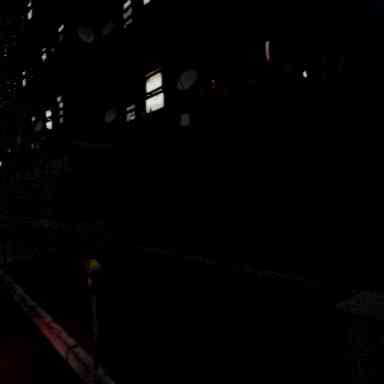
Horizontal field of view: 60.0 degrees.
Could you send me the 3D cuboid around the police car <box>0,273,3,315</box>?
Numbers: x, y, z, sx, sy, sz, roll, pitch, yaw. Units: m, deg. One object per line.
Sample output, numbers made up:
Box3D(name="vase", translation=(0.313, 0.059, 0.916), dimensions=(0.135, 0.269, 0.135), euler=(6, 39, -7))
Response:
Box3D(name="police car", translation=(-5.184, 1.425, 6.618), dimensions=(1.930, 1.638, 5.238), euler=(-1, 1, -39))
